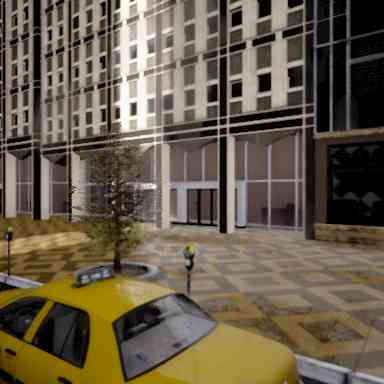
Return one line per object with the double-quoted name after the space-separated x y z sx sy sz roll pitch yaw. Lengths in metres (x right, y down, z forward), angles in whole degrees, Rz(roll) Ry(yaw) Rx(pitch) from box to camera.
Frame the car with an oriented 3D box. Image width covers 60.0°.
-1.279 1.548 3.788 4.829 1.417 1.752 -1 0 36 "car"
